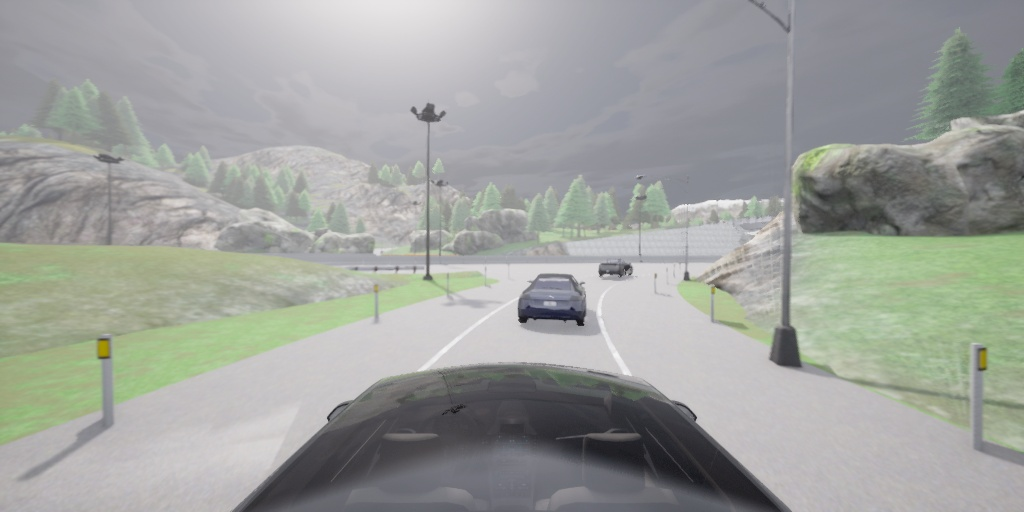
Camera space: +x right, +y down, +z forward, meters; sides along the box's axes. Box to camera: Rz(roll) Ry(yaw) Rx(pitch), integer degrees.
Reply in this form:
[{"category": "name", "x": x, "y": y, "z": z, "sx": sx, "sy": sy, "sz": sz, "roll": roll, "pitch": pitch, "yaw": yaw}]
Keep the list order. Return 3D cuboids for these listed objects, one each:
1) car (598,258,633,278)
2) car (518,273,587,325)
[{"category": "car", "x": 8.514, "y": 0.937, "z": 29.232, "sx": 2.128, "sy": 1.511, "sz": 4.902, "roll": 1, "pitch": 1, "yaw": 31}, {"category": "car", "x": 1.441, "y": 1.257, "z": 11.807, "sx": 1.994, "sy": 1.385, "sz": 4.181, "roll": 1, "pitch": 1, "yaw": 11}]
